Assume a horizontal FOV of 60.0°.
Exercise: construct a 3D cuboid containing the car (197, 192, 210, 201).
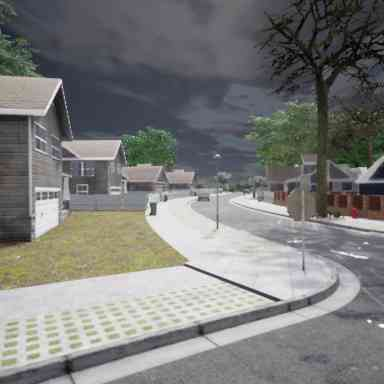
[{"bbox_3d":[1.976,0.719,54.834,1.837,1.490,4.892,0,1,6],"label":"car"}]
